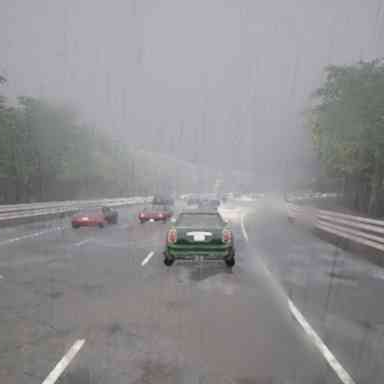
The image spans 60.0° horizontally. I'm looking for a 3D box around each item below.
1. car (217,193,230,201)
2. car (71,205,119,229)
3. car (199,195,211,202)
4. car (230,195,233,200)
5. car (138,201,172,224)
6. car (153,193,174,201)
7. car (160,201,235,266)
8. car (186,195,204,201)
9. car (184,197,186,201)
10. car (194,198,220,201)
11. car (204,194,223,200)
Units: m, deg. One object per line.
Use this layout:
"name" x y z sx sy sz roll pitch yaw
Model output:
"car" 6.426 1.143 71.416 2.150 2.045 5.566 0 0 10
"car" -6.186 1.562 21.689 1.994 1.385 4.181 0 0 3
"car" 2.879 1.470 71.472 1.994 1.385 4.181 0 0 10
"car" 9.760 1.461 88.737 1.895 1.301 4.718 0 0 12
"car" -2.536 1.601 24.592 1.895 1.301 4.718 0 0 4
"car" -4.048 1.197 47.328 2.150 2.045 5.566 0 0 7
"car" 0.287 1.353 11.775 2.097 1.767 4.553 0 0 2
"car" 0.706 1.318 56.458 2.097 1.767 4.553 0 0 8
"car" -0.485 1.456 72.577 2.033 1.411 5.357 0 0 10
"car" 1.507 1.567 32.526 1.994 1.385 4.181 0 0 5
"car" 3.294 1.460 50.005 1.882 1.535 5.008 0 0 7
